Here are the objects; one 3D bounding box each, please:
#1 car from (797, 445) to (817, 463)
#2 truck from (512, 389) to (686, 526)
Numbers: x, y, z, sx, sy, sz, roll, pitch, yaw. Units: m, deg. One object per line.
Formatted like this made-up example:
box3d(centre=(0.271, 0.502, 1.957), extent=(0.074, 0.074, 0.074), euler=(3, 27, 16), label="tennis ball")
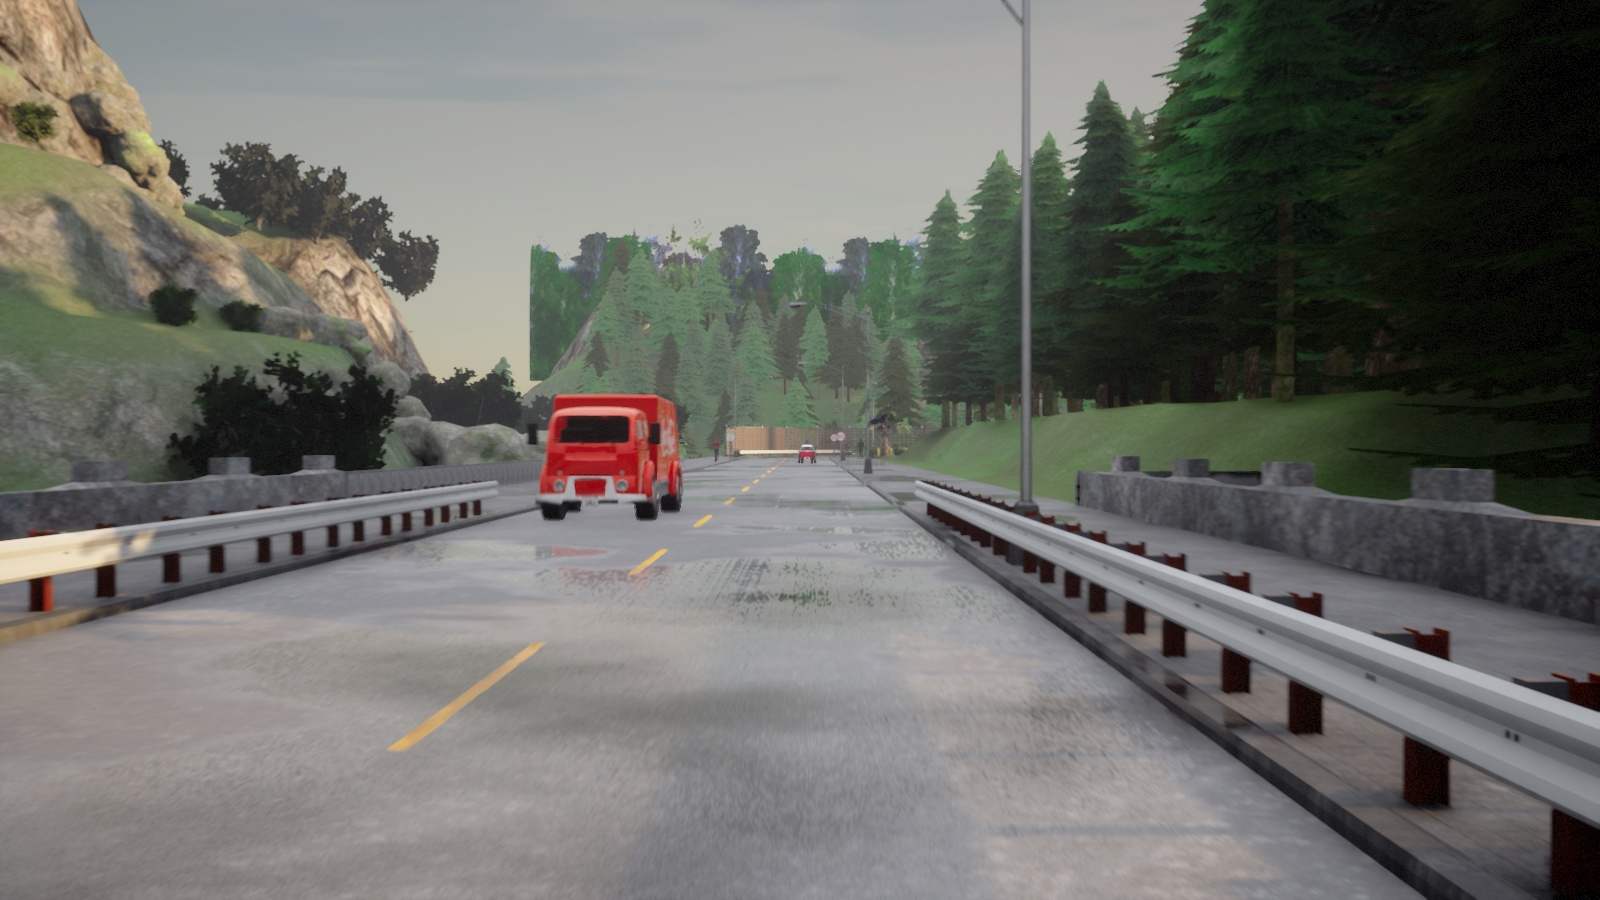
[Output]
box3d(centre=(0.528, 0.287, 92.452), extent=(1.481, 1.376, 2.207), euler=(0, 0, 0), label="car")
box3d(centre=(-3.842, 0.117, 25.157), extent=(2.627, 2.467, 5.204), euler=(0, 0, 0), label="truck")
